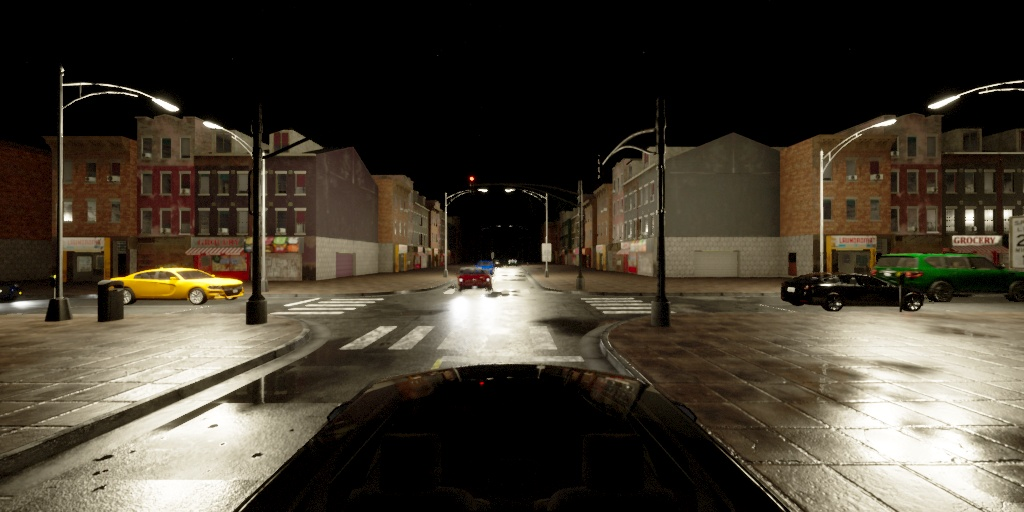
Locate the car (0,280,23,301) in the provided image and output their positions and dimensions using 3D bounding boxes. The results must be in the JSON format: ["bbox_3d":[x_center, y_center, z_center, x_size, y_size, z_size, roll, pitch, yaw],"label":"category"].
[{"bbox_3d":[-24.592,1.391,15.776,4.181,1.385,1.994,0,0,0],"label":"car"}]

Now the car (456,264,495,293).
[{"bbox_3d":[-2.358,1.358,21.191,1.895,1.301,4.718,0,0,-10],"label":"car"}]

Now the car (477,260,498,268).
[{"bbox_3d":[-2.835,1.246,37.480,1.882,1.535,5.008,0,0,0],"label":"car"}]

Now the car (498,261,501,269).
[{"bbox_3d":[-2.774,1.354,58.399,1.994,1.385,4.181,0,0,0],"label":"car"}]

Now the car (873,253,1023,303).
[{"bbox_3d":[19.103,0.912,15.699,5.566,2.045,2.150,0,0,0],"label":"car"}]

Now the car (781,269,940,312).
[{"bbox_3d":[12.358,1.267,13.195,4.313,1.339,1.948,0,0,0],"label":"car"}]

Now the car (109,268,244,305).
[{"bbox_3d":[-14.588,1.271,15.747,5.008,1.535,1.882,0,0,2],"label":"car"}]
